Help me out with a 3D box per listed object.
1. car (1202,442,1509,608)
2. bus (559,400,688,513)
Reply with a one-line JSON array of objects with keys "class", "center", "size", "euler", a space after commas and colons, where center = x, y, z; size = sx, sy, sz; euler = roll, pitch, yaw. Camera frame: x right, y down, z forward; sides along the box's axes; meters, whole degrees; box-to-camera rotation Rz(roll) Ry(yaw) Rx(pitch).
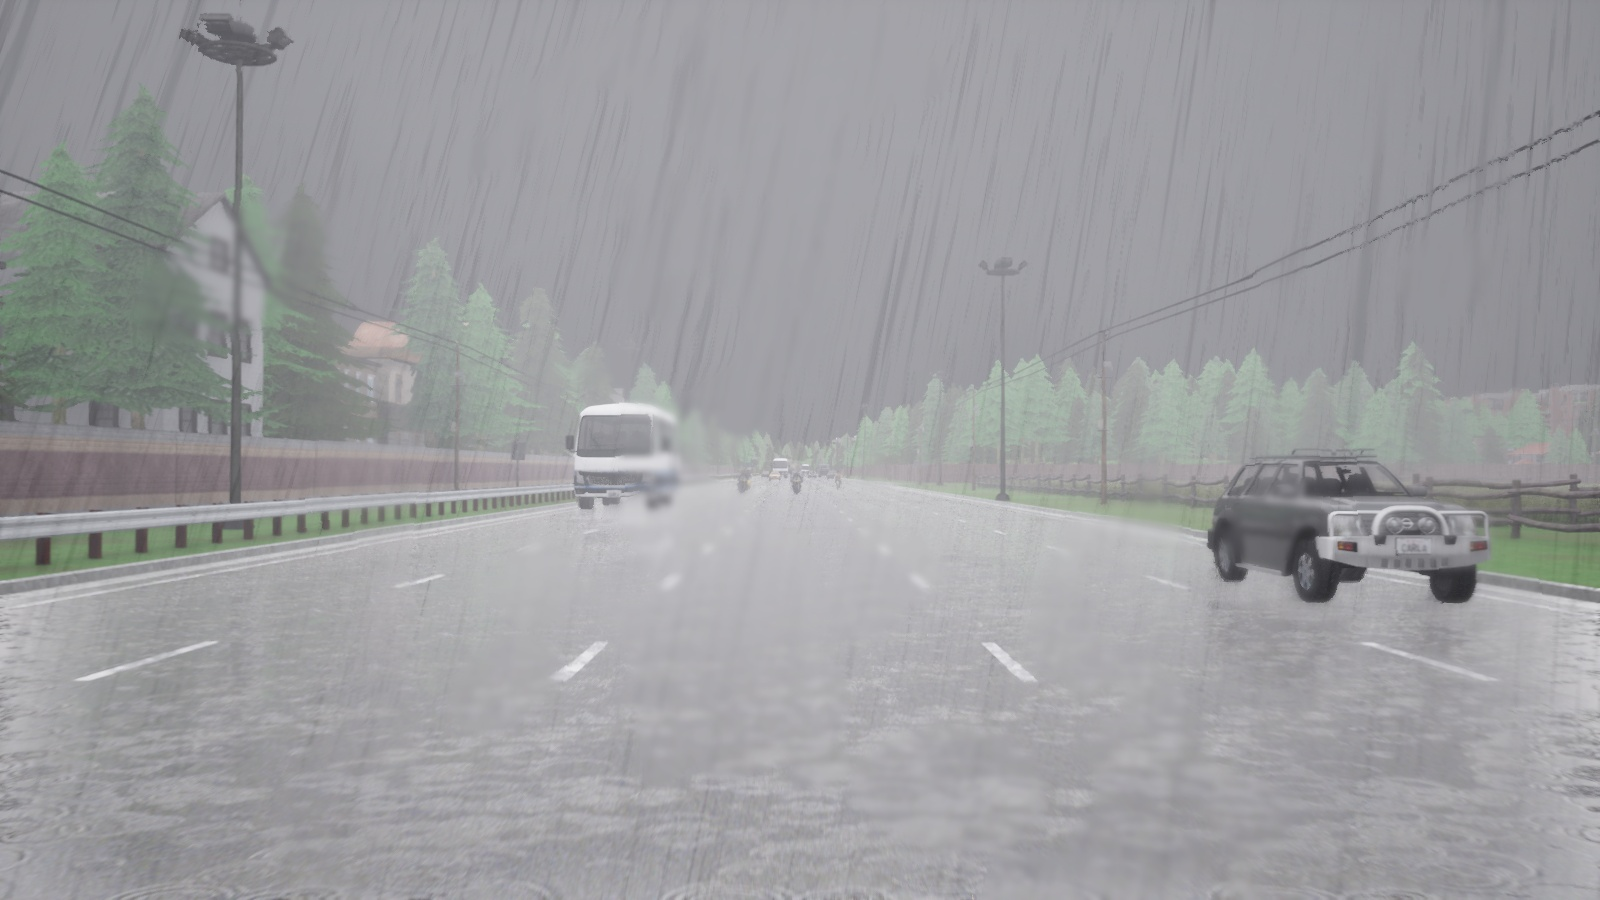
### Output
[{"class": "car", "center": [6.960, 0.877, 16.364], "size": [1.932, 1.855, 4.605], "euler": [0, -1, 0]}, {"class": "bus", "center": [-7.132, 0.347, 52.585], "size": [3.944, 4.253, 10.273], "euler": [0, -1, 0]}]
